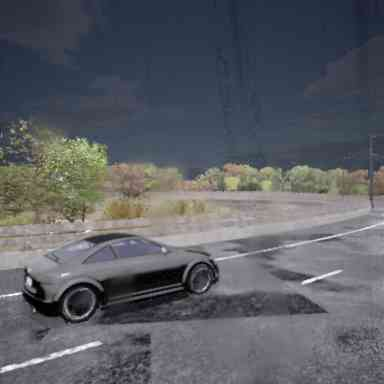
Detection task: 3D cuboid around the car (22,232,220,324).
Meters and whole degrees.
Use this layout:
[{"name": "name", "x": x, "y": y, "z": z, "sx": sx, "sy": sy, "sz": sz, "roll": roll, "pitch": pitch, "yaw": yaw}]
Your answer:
[{"name": "car", "x": -1.388, "y": 1.600, "z": 7.324, "sx": 4.181, "sy": 1.385, "sz": 1.994, "roll": 0, "pitch": 0, "yaw": -37}]
